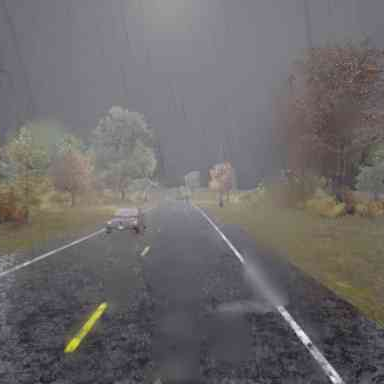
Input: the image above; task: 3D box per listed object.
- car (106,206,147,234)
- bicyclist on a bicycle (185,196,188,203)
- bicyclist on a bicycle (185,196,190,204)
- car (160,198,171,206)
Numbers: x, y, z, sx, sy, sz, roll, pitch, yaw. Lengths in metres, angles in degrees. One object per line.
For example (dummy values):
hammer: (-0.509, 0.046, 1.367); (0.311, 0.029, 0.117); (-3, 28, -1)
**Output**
car: (-3.757, 1.604, 19.755); (1.812, 1.442, 4.674); (0, 0, -1)
bicyclist on a bicycle: (-1.329, 1.752, 79.017); (0.582, 1.620, 1.656); (0, 0, -3)
bicyclist on a bicycle: (-0.839, 1.719, 70.013); (0.582, 1.620, 1.656); (0, 0, -3)
car: (-4.950, 1.763, 61.983); (1.812, 1.442, 4.674); (0, 0, -2)
